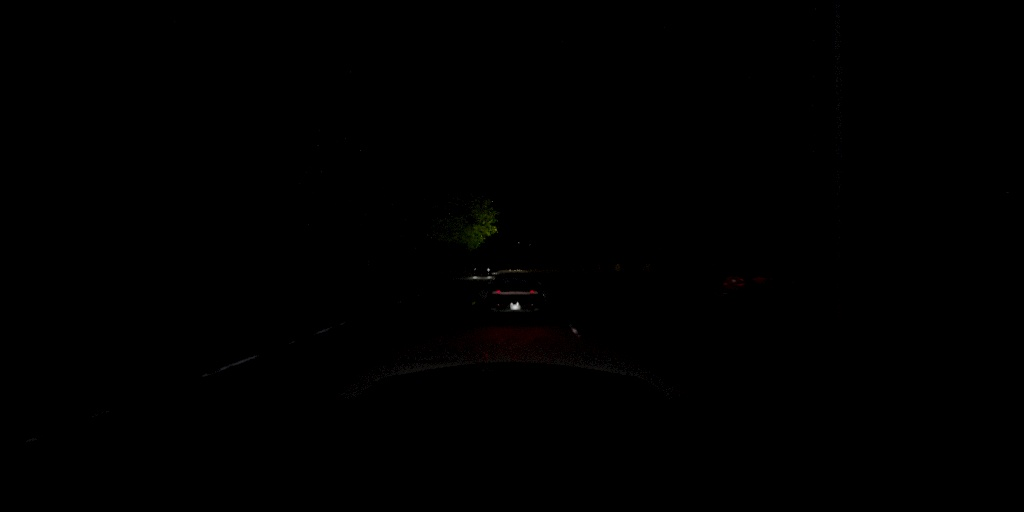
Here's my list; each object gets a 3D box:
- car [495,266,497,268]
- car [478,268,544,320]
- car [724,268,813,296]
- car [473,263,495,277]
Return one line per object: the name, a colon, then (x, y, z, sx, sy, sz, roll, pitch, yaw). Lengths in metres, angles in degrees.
car: (-3.532, 2.207, 61.756, 1.994, 1.385, 4.181, 0, -1, 1)
car: (0.102, 1.369, 13.343, 2.128, 1.511, 4.902, 0, -1, 0)
car: (15.592, 1.543, 21.864, 4.553, 1.767, 2.097, 1, -3, -2)
car: (-3.581, 1.672, 44.530, 2.097, 1.767, 4.553, 0, -1, 0)
